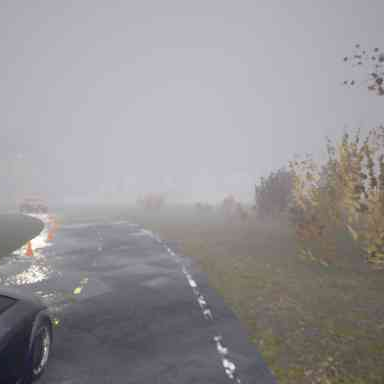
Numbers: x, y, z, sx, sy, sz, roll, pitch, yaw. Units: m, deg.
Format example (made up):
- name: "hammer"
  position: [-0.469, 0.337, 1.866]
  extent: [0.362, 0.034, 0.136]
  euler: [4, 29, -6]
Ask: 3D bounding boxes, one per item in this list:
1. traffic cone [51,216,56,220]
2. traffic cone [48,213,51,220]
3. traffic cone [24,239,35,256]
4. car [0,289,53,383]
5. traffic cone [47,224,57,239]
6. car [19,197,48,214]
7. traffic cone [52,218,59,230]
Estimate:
- name: "traffic cone"
  position: [-10.648, 2.177, 25.958]
  extent: [0.340, 0.580, 0.340]
  euler: [1, -1, -25]
- name: "traffic cone"
  position: [-12.848, 2.224, 30.245]
  extent: [0.340, 0.580, 0.340]
  euler: [1, -1, -29]
- name: "traffic cone"
  position: [-6.005, 2.050, 12.298]
  extent: [0.340, 0.580, 0.340]
  euler: [0, 0, -12]
- name: "car"
  position: [-2.677, 1.587, 2.629]
  extent: [1.994, 1.385, 4.181]
  euler: [0, 0, -4]
- name: "traffic cone"
  position: [-7.216, 2.089, 16.962]
  extent: [0.340, 0.580, 0.340]
  euler: [0, -1, -17]
- name: "car"
  position: [-20.411, 1.694, 42.698]
  extent: [2.150, 2.045, 5.566]
  euler: [1, -1, -42]
- name: "traffic cone"
  position: [-8.767, 2.131, 21.523]
  extent: [0.340, 0.580, 0.340]
  euler: [0, -1, -21]
